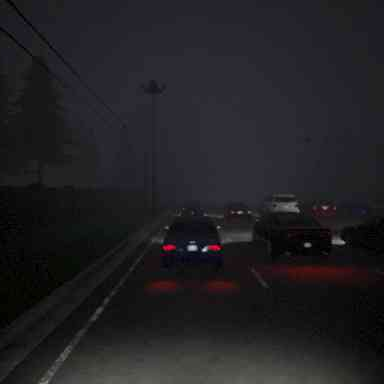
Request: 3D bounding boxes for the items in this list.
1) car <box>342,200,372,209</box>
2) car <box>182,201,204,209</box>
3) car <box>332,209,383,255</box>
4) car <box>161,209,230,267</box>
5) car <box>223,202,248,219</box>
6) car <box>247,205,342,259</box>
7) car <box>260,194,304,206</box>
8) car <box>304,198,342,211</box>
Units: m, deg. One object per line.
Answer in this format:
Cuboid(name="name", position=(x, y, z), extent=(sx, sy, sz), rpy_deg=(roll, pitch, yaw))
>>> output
Cuboid(name="car", position=(14.056, 1.432, 29.696), extent=(1.882, 1.535, 5.008), rpy_deg=(0, 0, 0))
Cuboid(name="car", position=(0.052, 1.481, 29.178), extent=(1.812, 1.442, 4.674), rpy_deg=(0, 0, 0))
Cuboid(name="car", position=(7.027, 1.530, 11.380), extent=(2.033, 1.411, 5.357), rpy_deg=(0, 0, 0))
Cuboid(name="car", position=(0.026, 1.530, 11.331), extent=(2.033, 1.411, 5.357), rpy_deg=(0, 0, 0))
Cuboid(name="car", position=(3.527, 1.507, 26.381), extent=(2.033, 1.411, 5.357), rpy_deg=(0, 0, 0))
Cuboid(name="car", position=(3.537, 1.458, 12.591), extent=(1.882, 1.535, 5.008), rpy_deg=(0, 0, 0))
Cuboid(name="car", position=(7.034, 1.181, 27.366), extent=(2.150, 2.045, 5.566), rpy_deg=(0, 0, 1))
Cuboid(name="car", position=(10.545, 1.307, 28.424), extent=(2.097, 1.767, 4.553), rpy_deg=(0, 0, 1))
